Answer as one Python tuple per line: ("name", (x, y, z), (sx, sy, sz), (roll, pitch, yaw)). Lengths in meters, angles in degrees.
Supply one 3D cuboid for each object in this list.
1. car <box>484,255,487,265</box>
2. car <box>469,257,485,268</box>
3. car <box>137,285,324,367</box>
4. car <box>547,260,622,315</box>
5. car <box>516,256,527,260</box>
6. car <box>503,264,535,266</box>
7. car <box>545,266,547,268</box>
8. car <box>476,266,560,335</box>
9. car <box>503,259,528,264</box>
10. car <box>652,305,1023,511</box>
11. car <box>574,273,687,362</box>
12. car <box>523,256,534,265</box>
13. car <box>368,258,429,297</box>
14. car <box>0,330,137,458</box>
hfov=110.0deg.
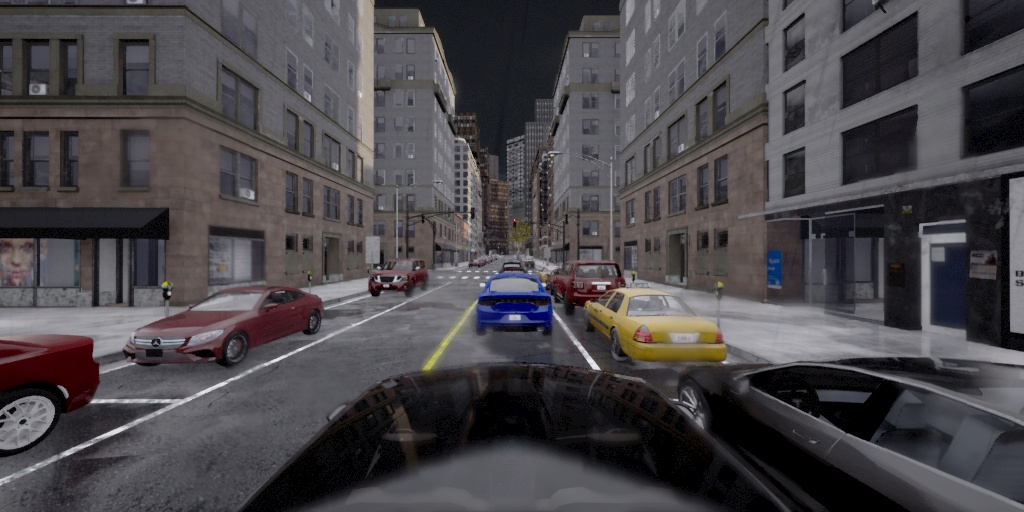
("car", (-5.843, 0.989, 62.070), (1.967, 1.591, 4.097), (0, 0, 0))
("car", (-5.836, 1.126, 56.646), (1.888, 1.381, 4.507), (0, 0, 0))
("car", (-5.771, 1.328, 7.879), (1.802, 1.307, 4.207), (0, 0, 0))
("car", (2.747, 1.055, 13.438), (2.192, 1.841, 5.009), (0, 0, 0))
("car", (0.378, 1.162, 50.305), (2.033, 1.411, 5.357), (0, 0, -5))
("car", (0.072, 1.296, 18.047), (1.994, 1.385, 4.181), (0, 0, 0))
("car", (2.740, 1.313, 18.990), (1.802, 1.307, 4.207), (0, 0, 0))
("car", (0.038, 1.222, 10.491), (1.882, 1.535, 5.008), (0, 0, -1))
("car", (0.013, 1.215, 26.960), (1.837, 1.490, 4.892), (0, 0, 0))
("car", (2.762, 1.316, 2.332), (1.948, 1.339, 4.313), (0, 0, 0))
("car", (2.754, 1.272, 8.054), (1.751, 1.417, 4.829), (0, 0, 0))
("car", (2.689, 1.131, 56.650), (2.007, 1.370, 4.403), (0, 0, 0))
("car", (-5.786, 1.045, 18.986), (2.192, 1.841, 5.009), (0, 0, 0))
("car", (-5.763, 1.295, 2.327), (1.888, 1.381, 4.507), (0, 0, 0))
